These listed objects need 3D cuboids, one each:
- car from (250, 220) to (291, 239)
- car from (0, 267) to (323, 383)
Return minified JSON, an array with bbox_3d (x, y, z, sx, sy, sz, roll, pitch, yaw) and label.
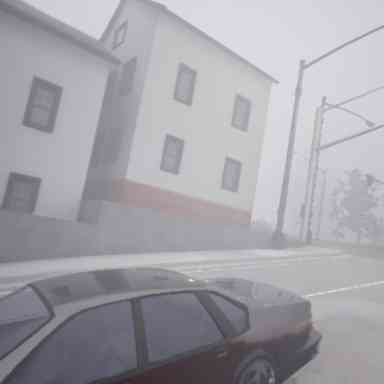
[{"bbox_3d":[7.464,4.110,34.011,2.150,2.045,5.566,15,-9,-35],"label":"car"},{"bbox_3d":[-0.954,1.564,3.255,5.357,1.411,2.033,1,0,-35],"label":"car"}]
